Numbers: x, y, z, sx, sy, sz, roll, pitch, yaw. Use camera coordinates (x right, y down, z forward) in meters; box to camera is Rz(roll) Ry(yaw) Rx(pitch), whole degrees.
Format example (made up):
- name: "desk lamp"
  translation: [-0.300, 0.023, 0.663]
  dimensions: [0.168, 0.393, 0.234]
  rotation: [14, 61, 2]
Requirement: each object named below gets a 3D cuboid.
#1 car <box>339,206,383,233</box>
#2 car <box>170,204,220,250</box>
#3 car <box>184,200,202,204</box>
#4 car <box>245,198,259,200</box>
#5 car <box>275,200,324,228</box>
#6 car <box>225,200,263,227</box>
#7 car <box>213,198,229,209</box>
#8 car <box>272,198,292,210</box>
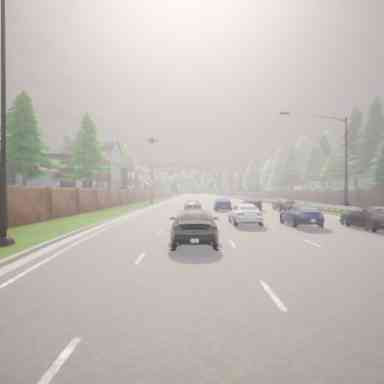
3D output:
- name: "car"
  translation: [10.598, 1.530, 19.435]
  dimensions: [2.033, 1.411, 5.357]
  rotation: [0, 0, 0]
- name: "car"
  translation: [0.099, 1.493, 14.316]
  dimensions: [1.837, 1.490, 4.892]
  rotation: [0, 0, 0]
- name: "car"
  translation: [0.097, 1.518, 35.161]
  dimensions: [2.033, 1.411, 5.357]
  rotation: [0, 0, 0]
- name: "car"
  translation: [7.098, 1.444, 39.927]
  dimensions: [1.882, 1.535, 5.008]
  rotation: [0, 0, 0]
- name: "car"
  translation: [7.088, 1.507, 21.764]
  dimensions: [1.812, 1.442, 4.674]
  rotation: [0, 0, 0]
- name: "car"
  translation: [3.599, 1.507, 22.604]
  dimensions: [1.812, 1.442, 4.674]
  rotation: [0, 0, 0]
- name: "car"
  translation: [3.598, 1.444, 39.876]
  dimensions: [1.882, 1.535, 5.008]
  rotation: [0, 0, 0]
- name: "car"
  translation: [10.598, 1.459, 38.361]
  dimensions: [2.128, 1.511, 4.902]
  rotation: [0, 0, 0]
